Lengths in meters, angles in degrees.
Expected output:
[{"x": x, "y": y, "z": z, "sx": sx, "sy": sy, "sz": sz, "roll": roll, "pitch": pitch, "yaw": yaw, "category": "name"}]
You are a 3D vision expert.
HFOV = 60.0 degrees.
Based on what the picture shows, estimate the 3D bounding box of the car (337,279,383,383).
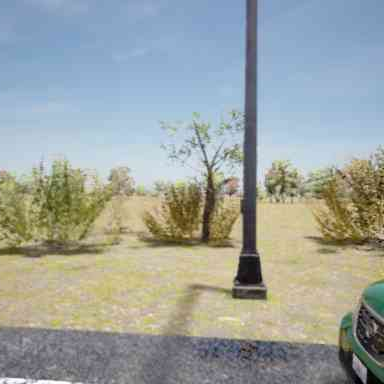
[{"x": 4.269, "y": 1.278, "z": 2.730, "sx": 5.566, "sy": 2.045, "sz": 2.150, "roll": 1, "pitch": 0, "yaw": 6, "category": "car"}]
